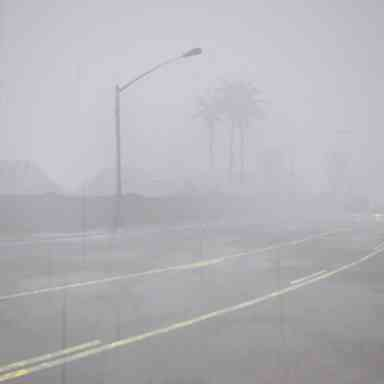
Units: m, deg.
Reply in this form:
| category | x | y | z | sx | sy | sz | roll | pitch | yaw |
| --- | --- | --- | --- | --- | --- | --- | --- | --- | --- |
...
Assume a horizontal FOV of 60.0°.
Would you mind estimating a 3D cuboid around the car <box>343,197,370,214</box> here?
| category | x | y | z | sx | sy | sz | roll | pitch | yaw |
| --- | --- | --- | --- | --- | --- | --- | --- | --- | --- |
| car | 21.643 | 1.696 | 43.612 | 2.150 | 2.045 | 5.566 | -1 | -1 | 40 |

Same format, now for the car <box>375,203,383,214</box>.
| category | x | y | z | sx | sy | sz | roll | pitch | yaw |
| --- | --- | --- | --- | --- | --- | --- | --- | --- | --- |
| car | 24.123 | 1.996 | 41.121 | 1.994 | 1.385 | 4.181 | -1 | -1 | 41 |
